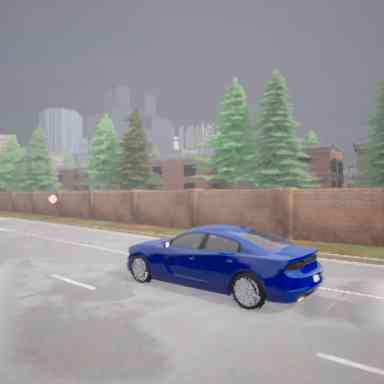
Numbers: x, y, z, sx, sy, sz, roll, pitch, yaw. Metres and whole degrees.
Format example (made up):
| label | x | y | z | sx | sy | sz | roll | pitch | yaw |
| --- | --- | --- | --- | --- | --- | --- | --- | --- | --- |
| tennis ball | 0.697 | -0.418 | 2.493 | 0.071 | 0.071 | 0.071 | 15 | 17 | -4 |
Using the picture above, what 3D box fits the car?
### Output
| label | x | y | z | sx | sy | sz | roll | pitch | yaw |
| --- | --- | --- | --- | --- | --- | --- | --- | --- | --- |
| car | 0.518 | 1.551 | 8.083 | 5.008 | 1.535 | 1.882 | 0 | 0 | 39 |
